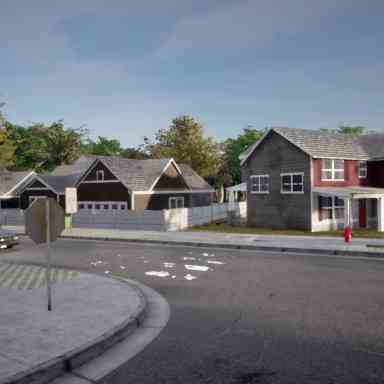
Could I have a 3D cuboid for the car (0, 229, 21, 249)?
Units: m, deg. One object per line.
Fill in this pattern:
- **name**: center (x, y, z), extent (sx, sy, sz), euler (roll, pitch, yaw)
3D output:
- **car**: center (-11.192, 2.260, 17.054), extent (5.357, 1.411, 2.033), euler (-2, 0, 29)
